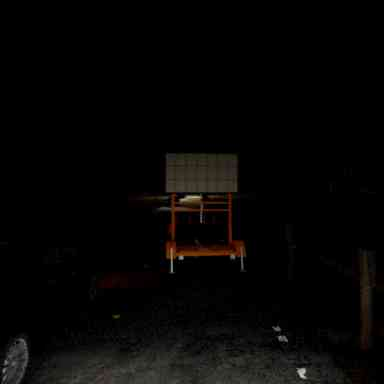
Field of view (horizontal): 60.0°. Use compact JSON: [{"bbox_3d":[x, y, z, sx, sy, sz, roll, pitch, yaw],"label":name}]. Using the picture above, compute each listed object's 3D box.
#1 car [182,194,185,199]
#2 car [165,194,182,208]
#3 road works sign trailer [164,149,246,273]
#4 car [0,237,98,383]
[{"bbox_3d":[-2.616,1.056,79.889,1.895,1.301,4.718,0,1,0],"label":"car"},{"bbox_3d":[-2.768,1.396,47.650,1.882,1.535,5.008,0,0,0],"label":"car"},{"bbox_3d":[0.291,0.456,10.682,2.380,3.560,2.880,0,0,-6],"label":"road works sign trailer"},{"bbox_3d":[-2.843,1.522,5.230,1.812,1.442,4.674,0,0,0],"label":"car"}]
